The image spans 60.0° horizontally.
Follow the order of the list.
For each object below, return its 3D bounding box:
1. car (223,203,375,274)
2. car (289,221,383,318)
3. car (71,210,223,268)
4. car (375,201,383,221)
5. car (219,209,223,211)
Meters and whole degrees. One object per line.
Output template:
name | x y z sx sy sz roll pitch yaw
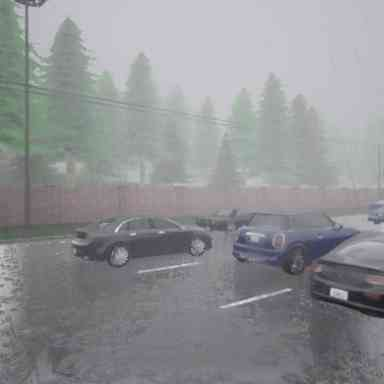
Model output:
car | 3.493 1.329 10.534 4.553 1.767 2.097 0 0 -35
car | 4.288 1.506 6.820 4.674 1.442 1.812 0 0 -36
car | -1.515 1.491 11.262 4.892 1.490 1.837 0 0 -35
car | 13.817 1.482 22.196 5.357 1.411 2.033 0 0 -35
car | 2.594 1.567 18.492 4.718 1.301 1.895 0 0 -35
